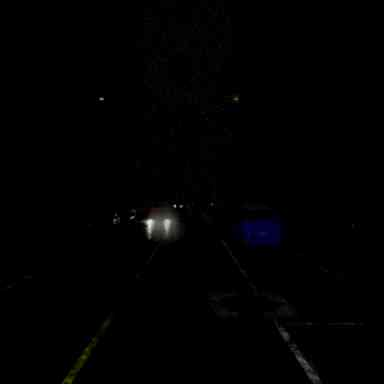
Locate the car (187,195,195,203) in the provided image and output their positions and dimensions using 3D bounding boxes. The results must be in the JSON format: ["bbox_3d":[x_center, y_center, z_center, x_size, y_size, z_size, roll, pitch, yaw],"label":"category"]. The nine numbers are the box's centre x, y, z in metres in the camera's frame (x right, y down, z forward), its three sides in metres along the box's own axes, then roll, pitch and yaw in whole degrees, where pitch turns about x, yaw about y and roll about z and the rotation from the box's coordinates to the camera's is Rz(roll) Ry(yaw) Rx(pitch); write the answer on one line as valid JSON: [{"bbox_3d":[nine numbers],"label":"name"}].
[{"bbox_3d":[0.013,1.985,69.891,1.812,1.442,4.674,0,-1,0],"label":"car"}]

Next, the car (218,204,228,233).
[{"bbox_3d":[2.863,1.728,21.133,1.752,1.417,4.829,0,0,0],"label":"car"}]

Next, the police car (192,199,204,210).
[{"bbox_3d":[0.908,1.898,52.667,1.930,1.638,5.238,0,-1,0],"label":"police car"}]

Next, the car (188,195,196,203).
[{"bbox_3d":[0.013,1.855,85.468,2.150,2.045,5.566,0,-1,0],"label":"car"}]

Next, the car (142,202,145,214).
[{"bbox_3d":[-5.661,1.867,37.692,1.752,1.417,4.829,0,0,1],"label":"car"}]

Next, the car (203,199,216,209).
[{"bbox_3d":[2.868,1.933,54.800,1.967,1.590,4.097,0,-1,0],"label":"car"}]

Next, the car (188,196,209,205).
[{"bbox_3d":[0.906,1.768,46.528,2.097,1.767,4.553,0,-1,0],"label":"car"}]

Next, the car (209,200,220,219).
[{"bbox_3d":[2.871,1.823,32.446,1.752,1.417,4.829,0,0,1],"label":"car"}]

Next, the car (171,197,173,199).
[{"bbox_3d":[-5.656,2.106,71.733,1.967,1.590,4.097,0,-1,0],"label":"car"}]

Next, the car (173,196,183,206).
[{"bbox_3d":[-2.989,2.219,73.270,2.033,1.411,5.357,0,-1,0],"label":"car"}]

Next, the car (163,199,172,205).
[{"bbox_3d":[-5.655,2.271,77.370,1.887,1.381,4.507,0,-1,0],"label":"car"}]

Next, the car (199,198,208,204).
[{"bbox_3d":[2.871,2.227,82.996,1.967,1.590,4.097,0,-1,0],"label":"car"}]

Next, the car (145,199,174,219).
[{"bbox_3d":[-3.094,1.779,32.928,1.882,1.535,5.008,0,-1,0],"label":"car"}]

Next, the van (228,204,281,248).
[{"bbox_3d":[2.862,1.492,15.323,1.690,1.788,3.998,0,-1,0],"label":"van"}]

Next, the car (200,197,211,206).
[{"bbox_3d":[2.869,1.981,71.719,2.192,1.841,5.009,0,-1,0],"label":"car"}]

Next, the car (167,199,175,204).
[{"bbox_3d":[-5.653,2.429,88.648,1.802,1.307,4.206,0,-1,0],"label":"car"}]

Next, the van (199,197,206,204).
[{"bbox_3d":[2.872,2.188,88.637,1.690,1.788,3.998,0,-1,0],"label":"van"}]

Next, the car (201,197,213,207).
[{"bbox_3d":[2.868,1.921,66.081,2.192,1.841,5.009,0,-1,0],"label":"car"}]

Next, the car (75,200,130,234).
[{"bbox_3d":[-5.663,1.515,20.986,2.192,1.841,5.009,0,-1,0],"label":"car"}]

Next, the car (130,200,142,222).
[{"bbox_3d":[-5.662,1.564,26.626,2.192,1.841,5.009,0,-1,0],"label":"car"}]

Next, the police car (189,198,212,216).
[{"bbox_3d":[0.905,1.758,36.667,1.930,1.638,5.238,0,0,0],"label":"police car"}]
